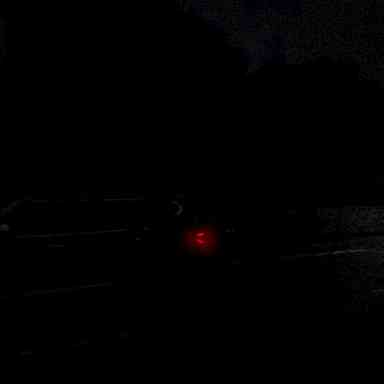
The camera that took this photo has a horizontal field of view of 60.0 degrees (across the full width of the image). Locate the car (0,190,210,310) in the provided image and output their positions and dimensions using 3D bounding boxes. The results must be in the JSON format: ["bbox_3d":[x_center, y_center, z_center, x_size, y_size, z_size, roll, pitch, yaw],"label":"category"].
[{"bbox_3d":[-2.369,0.979,6.009,5.566,2.045,2.150,1,2,-26],"label":"car"}]
